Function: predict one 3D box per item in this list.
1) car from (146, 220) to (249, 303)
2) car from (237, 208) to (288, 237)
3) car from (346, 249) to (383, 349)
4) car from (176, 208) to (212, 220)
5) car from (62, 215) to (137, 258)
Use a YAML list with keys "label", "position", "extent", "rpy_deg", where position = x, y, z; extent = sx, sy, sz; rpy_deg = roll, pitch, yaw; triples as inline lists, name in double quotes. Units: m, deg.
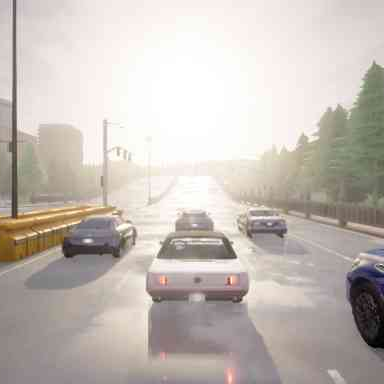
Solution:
- label: "car"
  position: [0.109, 1.601, 8.169]
  extent: [1.895, 1.301, 4.718]
  rpy_deg: [0, 0, 0]
- label: "car"
  position: [3.621, 1.547, 17.967]
  extent: [2.033, 1.411, 5.357]
  rpy_deg: [0, 0, 0]
- label: "car"
  position: [3.604, 1.224, 3.096]
  extent: [2.150, 2.045, 5.566]
  rpy_deg: [0, 0, 0]
- label: "car"
  position: [0.124, 1.564, 18.019]
  extent: [1.994, 1.385, 4.181]
  rpy_deg: [0, 0, 0]
- label: "car"
  position: [-3.384, 1.564, 12.841]
  extent: [1.994, 1.385, 4.181]
  rpy_deg: [0, 0, 0]
